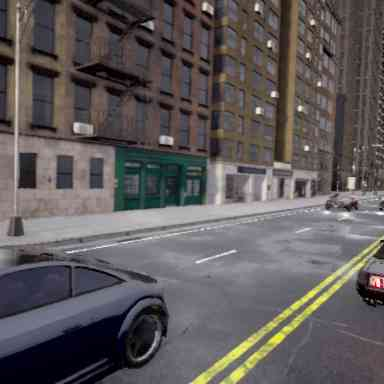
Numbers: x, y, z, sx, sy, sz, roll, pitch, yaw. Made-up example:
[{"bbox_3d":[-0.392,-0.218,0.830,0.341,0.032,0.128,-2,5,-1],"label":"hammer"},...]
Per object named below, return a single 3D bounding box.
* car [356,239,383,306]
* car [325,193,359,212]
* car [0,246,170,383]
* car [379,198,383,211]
[{"bbox_3d":[4.816,1.473,6.715,1.895,1.301,4.718,4,3,37],"label":"car"},{"bbox_3d":[12.705,0.793,27.967,1.812,1.442,4.674,4,3,37],"label":"car"},{"bbox_3d":[-2.126,1.331,3.325,1.994,1.385,4.181,4,3,37],"label":"car"},{"bbox_3d":[17.955,0.891,29.474,1.837,1.490,4.892,4,4,37],"label":"car"}]
